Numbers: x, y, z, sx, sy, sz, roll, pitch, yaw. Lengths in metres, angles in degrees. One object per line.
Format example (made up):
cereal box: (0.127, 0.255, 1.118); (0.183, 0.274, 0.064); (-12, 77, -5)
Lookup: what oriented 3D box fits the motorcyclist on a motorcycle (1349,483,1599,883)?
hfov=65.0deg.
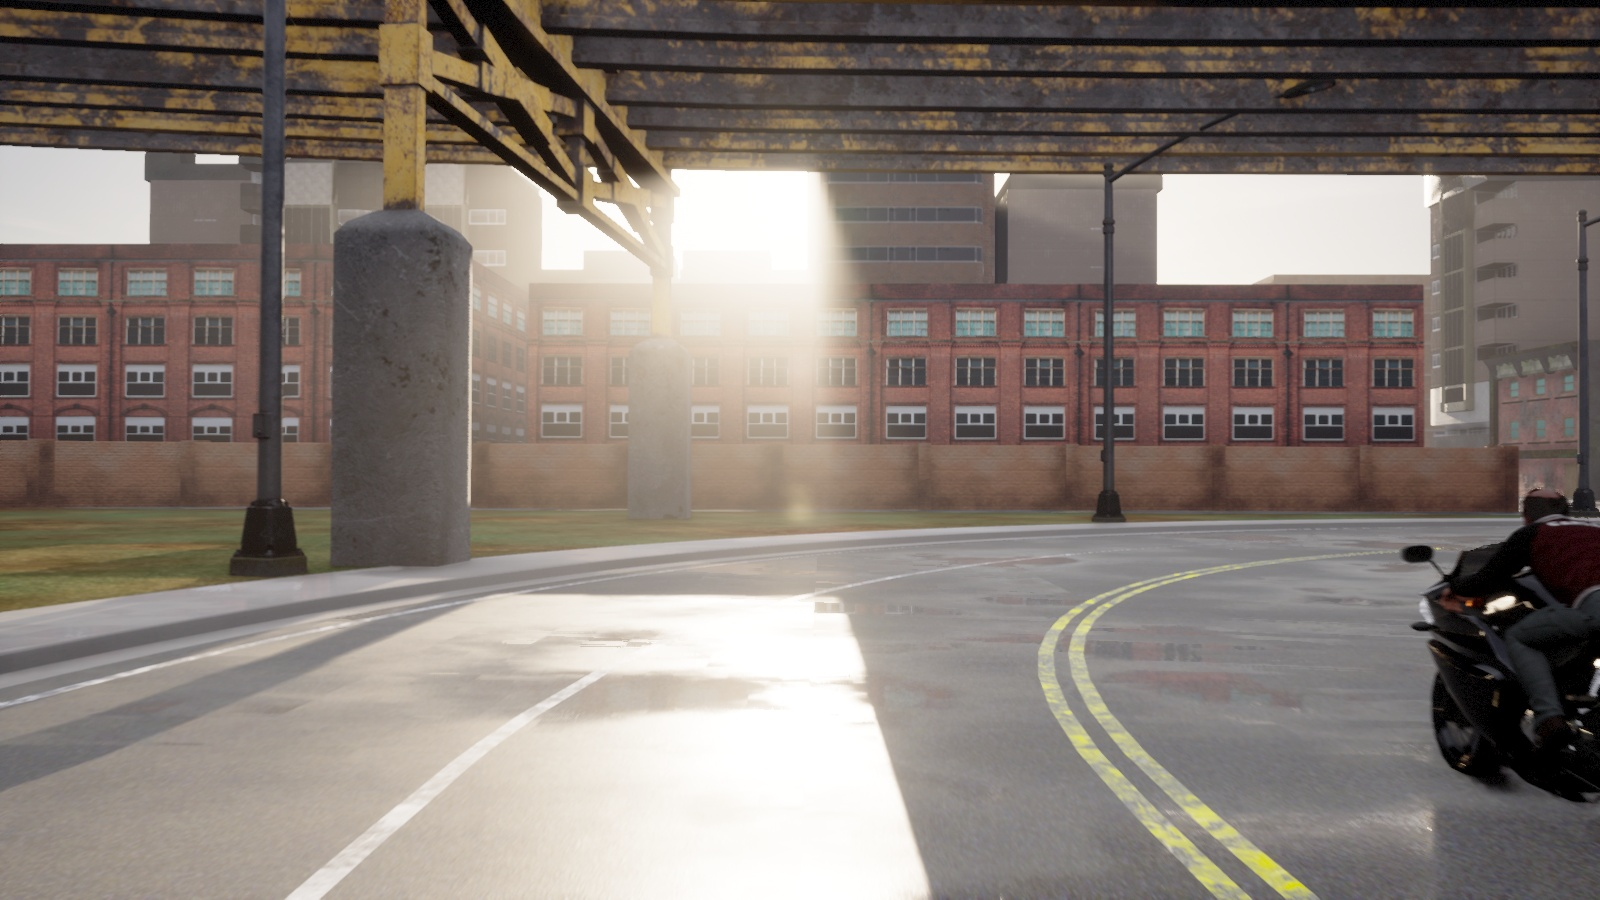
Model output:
motorcyclist on a motorcycle: (3.510, 0.936, 5.981); (0.866, 1.530, 2.191); (0, -1, 1)
